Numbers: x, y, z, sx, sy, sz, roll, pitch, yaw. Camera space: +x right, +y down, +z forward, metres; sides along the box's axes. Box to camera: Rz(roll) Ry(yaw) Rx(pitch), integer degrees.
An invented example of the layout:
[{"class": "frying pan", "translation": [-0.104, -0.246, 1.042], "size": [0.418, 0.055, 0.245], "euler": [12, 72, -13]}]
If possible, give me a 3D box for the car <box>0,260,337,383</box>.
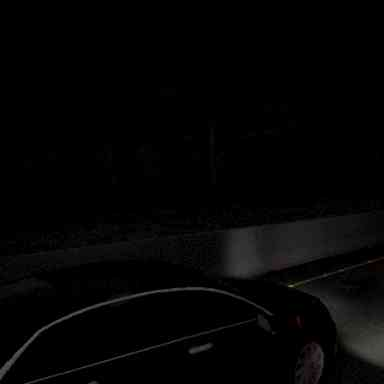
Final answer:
[{"class": "car", "translation": [-0.466, 1.502, 3.422], "size": [4.892, 1.490, 1.837], "euler": [-1, 1, -35]}]
